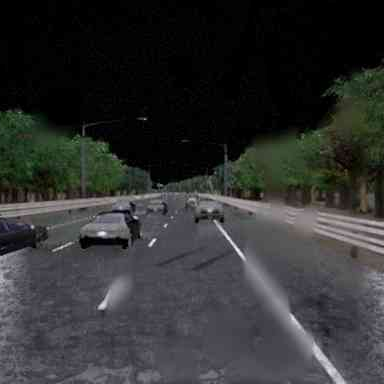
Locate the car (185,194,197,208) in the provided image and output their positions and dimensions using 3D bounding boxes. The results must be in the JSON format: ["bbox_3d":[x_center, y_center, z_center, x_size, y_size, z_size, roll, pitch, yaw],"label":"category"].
[{"bbox_3d":[0.045,1.460,46.831,1.812,1.442,4.674,0,0,0],"label":"car"}]

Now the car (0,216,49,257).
[{"bbox_3d":[-6.896,1.531,11.415,2.033,1.411,5.357,0,0,0],"label":"car"}]

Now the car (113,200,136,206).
[{"bbox_3d":[-6.891,1.516,34.132,1.994,1.385,4.181,0,0,0],"label":"car"}]

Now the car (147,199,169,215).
[{"bbox_3d":[-3.390,1.445,33.341,2.128,1.511,4.902,0,0,0],"label":"car"}]

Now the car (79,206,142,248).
[{"bbox_3d":[-3.396,1.543,14.582,1.994,1.385,4.181,0,0,0],"label":"car"}]

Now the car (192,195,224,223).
[{"bbox_3d":[1.231,1.316,25.234,2.097,1.767,4.553,0,0,0],"label":"car"}]
